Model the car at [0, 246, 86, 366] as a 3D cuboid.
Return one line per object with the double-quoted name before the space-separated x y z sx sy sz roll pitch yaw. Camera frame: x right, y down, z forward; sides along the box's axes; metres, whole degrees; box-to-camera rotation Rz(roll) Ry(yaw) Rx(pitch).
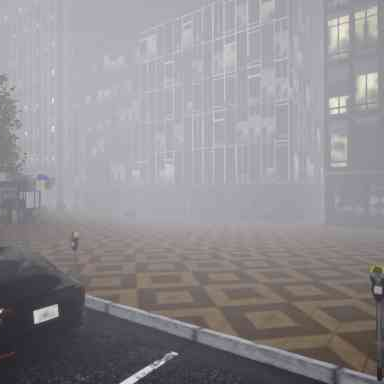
"car" -3.523 1.566 5.383 4.313 1.339 1.947 0 0 35
